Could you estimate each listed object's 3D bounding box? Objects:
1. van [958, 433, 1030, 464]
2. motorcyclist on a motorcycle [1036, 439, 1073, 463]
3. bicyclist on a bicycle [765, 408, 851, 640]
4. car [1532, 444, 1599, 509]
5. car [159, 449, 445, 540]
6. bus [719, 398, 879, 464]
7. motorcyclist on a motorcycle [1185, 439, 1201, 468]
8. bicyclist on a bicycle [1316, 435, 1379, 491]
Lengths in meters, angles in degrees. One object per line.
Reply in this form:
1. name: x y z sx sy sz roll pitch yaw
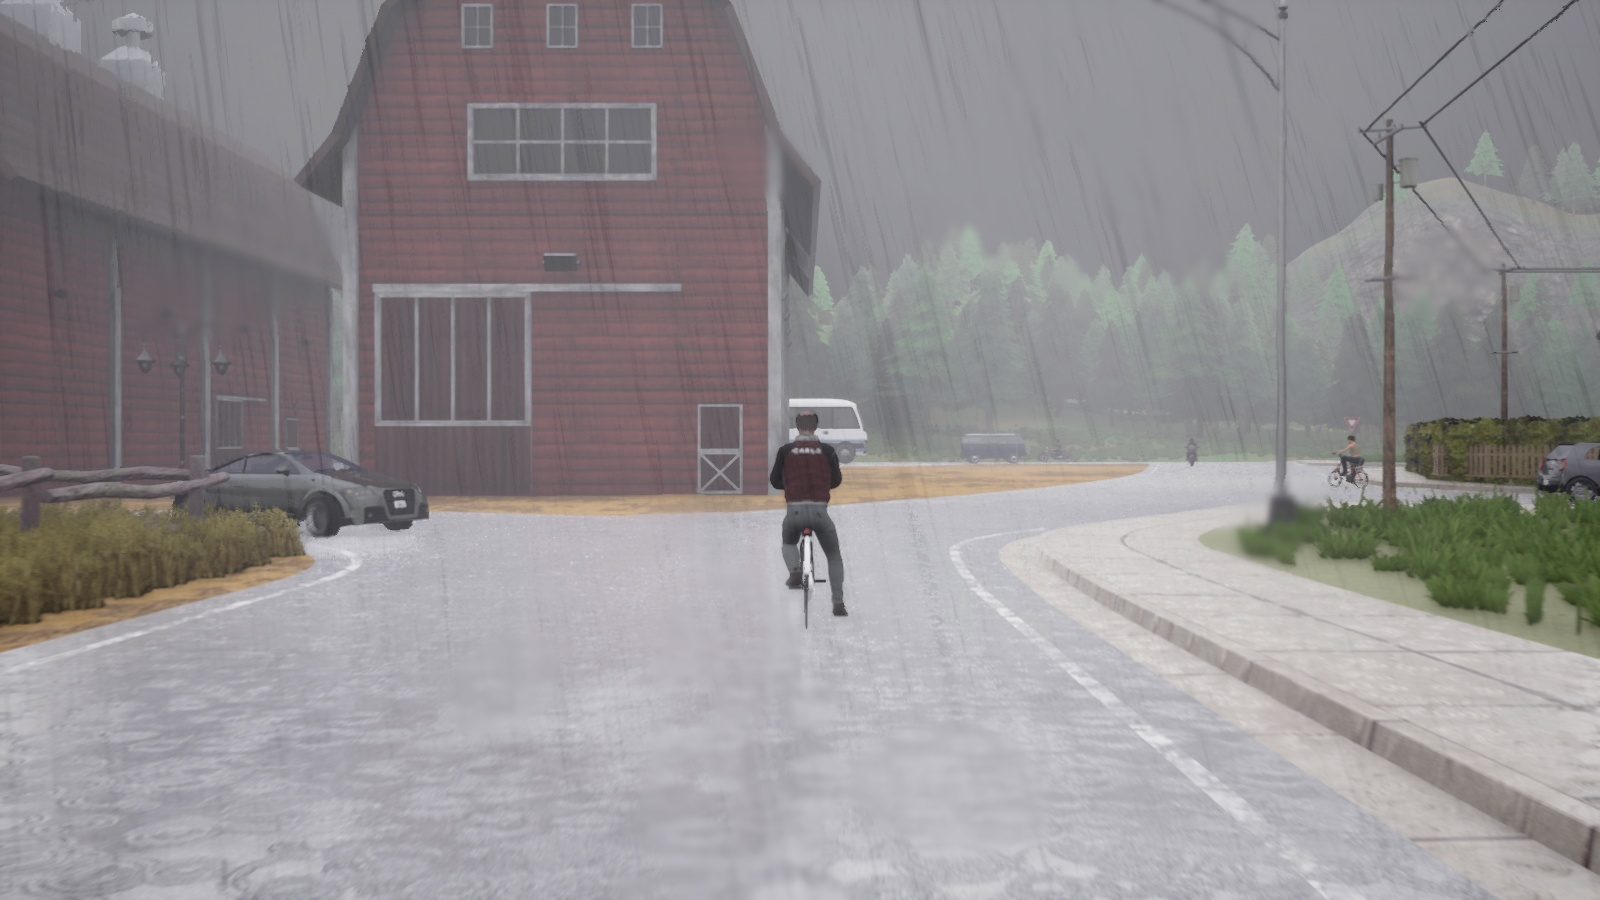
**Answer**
1. van: 12.713 -0.095 82.425 4.442 1.987 1.775 0 0 1
2. motorcyclist on a motorcycle: 17.387 0.087 85.877 2.350 1.649 0.766 0 0 1
3. bicyclist on a bicycle: 0.057 0.558 10.529 0.659 1.776 1.843 0 1 0
4. car: 19.742 0.607 29.849 3.633 1.501 1.845 0 0 11
5. car: -8.289 0.686 20.961 4.181 1.385 1.994 0 0 21
6. bus: -0.064 -1.235 82.554 10.273 4.253 3.944 0 0 1
7. motorcyclist on a motorcycle: 20.482 0.169 65.509 0.797 1.523 2.044 0 1 17
8. bicyclist on a bicycle: 16.584 0.381 38.085 0.866 1.612 1.509 3 -1 -24
